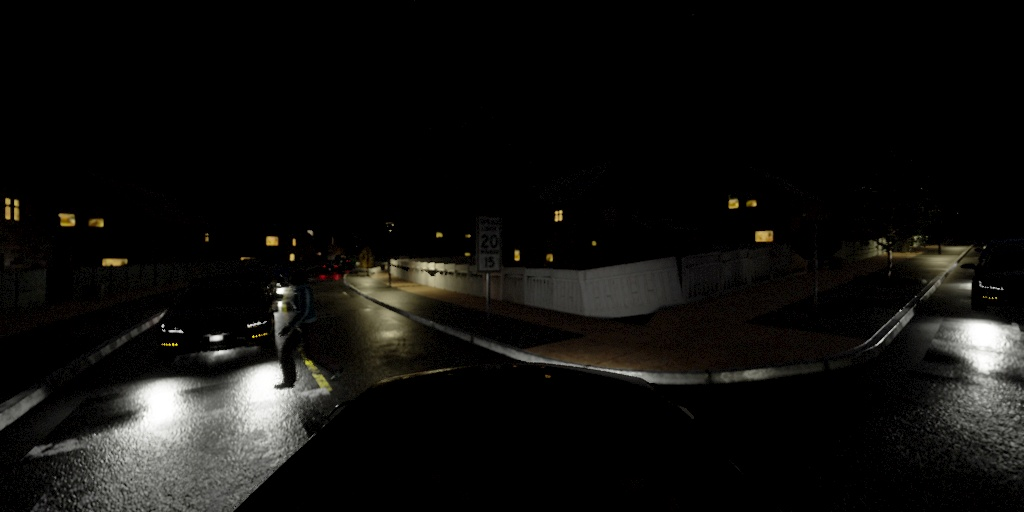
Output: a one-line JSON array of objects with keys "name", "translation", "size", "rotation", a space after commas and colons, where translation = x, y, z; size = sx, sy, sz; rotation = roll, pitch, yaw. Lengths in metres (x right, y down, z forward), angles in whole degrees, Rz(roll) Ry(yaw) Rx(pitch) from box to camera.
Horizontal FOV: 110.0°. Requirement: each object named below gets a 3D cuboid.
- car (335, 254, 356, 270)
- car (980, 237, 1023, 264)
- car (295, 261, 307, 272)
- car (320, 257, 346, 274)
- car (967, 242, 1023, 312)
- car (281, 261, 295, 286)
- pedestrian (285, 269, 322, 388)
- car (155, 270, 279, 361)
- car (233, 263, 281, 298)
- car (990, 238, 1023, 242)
[{"name": "car", "translation": [-22.890, 0.799, 49.206], "size": [2.150, 2.045, 5.566], "rotation": [0, 1, -15]}, {"name": "car", "translation": [28.706, -0.350, 20.734], "size": [4.181, 1.385, 1.994], "rotation": [-3, 2, -37]}, {"name": "car", "translation": [-20.862, 1.208, 34.116], "size": [1.837, 1.490, 4.892], "rotation": [0, 0, -22]}, {"name": "car", "translation": [-19.788, 1.202, 39.556], "size": [1.812, 1.442, 4.674], "rotation": [0, 0, -20]}, {"name": "car", "translation": [13.100, 0.533, 9.024], "size": [4.892, 1.490, 1.837], "rotation": [-4, 2, -37]}, {"name": "car", "translation": [-16.630, 1.207, 24.859], "size": [1.882, 1.535, 5.008], "rotation": [0, 0, -26]}, {"name": "pedestrian", "translation": [-3.169, 1.045, 5.446], "size": [0.375, 1.860, 0.375], "rotation": [0, 0, -38]}, {"name": "car", "translation": [-6.788, 1.252, 8.550], "size": [1.837, 1.490, 4.892], "rotation": [0, 0, -35]}, {"name": "car", "translation": [-11.988, 1.243, 16.506], "size": [1.837, 1.490, 4.892], "rotation": [0, 0, -31]}, {"name": "car", "translation": [20.740, 0.041, 14.747], "size": [5.008, 1.535, 1.882], "rotation": [-3, 2, -37]}]
